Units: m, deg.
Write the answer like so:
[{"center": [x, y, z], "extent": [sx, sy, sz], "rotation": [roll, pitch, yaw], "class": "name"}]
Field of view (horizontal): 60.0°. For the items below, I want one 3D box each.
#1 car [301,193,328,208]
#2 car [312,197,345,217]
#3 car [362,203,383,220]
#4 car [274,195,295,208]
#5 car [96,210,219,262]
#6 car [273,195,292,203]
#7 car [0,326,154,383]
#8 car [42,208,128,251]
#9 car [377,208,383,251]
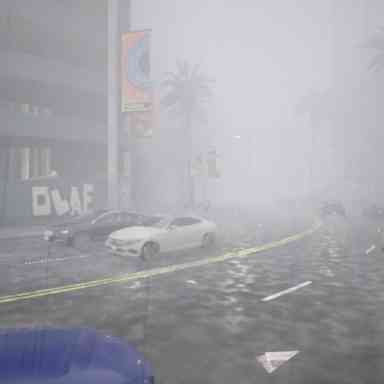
[{"center": [16.736, 1.195, 45.305], "extent": [2.150, 2.045, 5.566], "rotation": [0, 0, -3], "class": "car"}, {"center": [12.678, 1.488, 30.675], "extent": [1.837, 1.490, 4.892], "rotation": [1, 0, 12], "class": "car"}, {"center": [15.609, 1.588, 27.628], "extent": [1.895, 1.301, 4.718], "rotation": [0, 0, 15], "class": "car"}, {"center": [13.094, 1.474, 47.113], "extent": [1.837, 1.490, 4.892], "rotation": [0, 0, -3], "class": "car"}, {"center": [-0.897, 1.515, 12.329], "extent": [1.812, 1.442, 4.674], "rotation": [0, 0, 43], "class": "car"}, {"center": [18.161, 1.437, 67.071], "extent": [2.231, 1.521, 4.892], "rotation": [0, 0, -4], "class": "car"}, {"center": [-2.419, 1.523, 1.842], "extent": [4.674, 1.442, 1.812], "rotation": [0, 0, -34], "class": "car"}, {"center": [-3.795, 1.478, 14.338], "extent": [2.128, 1.511, 4.902], "rotation": [0, 0, 44], "class": "car"}, {"center": [8.782, 1.472, 13.060], "extent": [1.882, 1.535, 5.008], "rotation": [0, 0, 36], "class": "car"}]
